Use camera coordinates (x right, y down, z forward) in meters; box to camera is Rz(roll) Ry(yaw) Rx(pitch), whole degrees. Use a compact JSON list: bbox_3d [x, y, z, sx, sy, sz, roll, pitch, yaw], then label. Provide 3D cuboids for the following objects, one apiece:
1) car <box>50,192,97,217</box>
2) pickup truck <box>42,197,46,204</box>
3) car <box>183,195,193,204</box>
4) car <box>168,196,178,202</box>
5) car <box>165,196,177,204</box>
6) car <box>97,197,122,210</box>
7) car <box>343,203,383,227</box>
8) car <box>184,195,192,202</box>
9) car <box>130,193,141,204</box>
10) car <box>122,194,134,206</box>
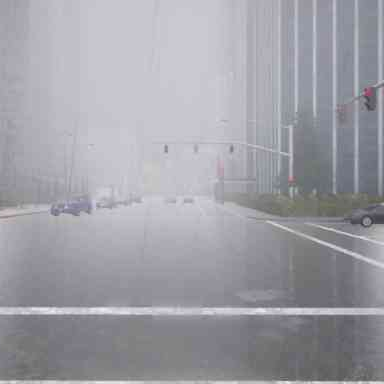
[{"bbox_3d":[-11.261,1.222,31.620,2.150,2.045,5.566,0,0,3],"label":"car"},{"bbox_3d":[-24.342,1.059,60.073,2.390,2.098,6.274,0,0,30],"label":"pickup truck"},{"bbox_3d":[-0.766,1.526,65.381,1.812,1.442,4.674,0,0,0],"label":"car"},{"bbox_3d":[-4.350,1.540,75.301,2.033,1.411,5.357,0,0,0],"label":"car"},{"bbox_3d":[-4.163,1.601,65.041,1.895,1.301,4.718,0,0,0],"label":"car"},{"bbox_3d":[-11.170,1.492,43.715,2.128,1.511,4.902,0,0,0],"label":"car"},{"bbox_3d":[12.626,1.505,22.122,4.892,1.490,1.837,0,0,0],"label":"car"},{"bbox_3d":[-0.854,1.387,75.632,1.882,1.535,5.008,0,0,0],"label":"car"},{"bbox_3d":[-11.296,1.221,65.014,2.150,2.045,5.566,0,0,0],"label":"car"},{"bbox_3d":[-11.247,1.526,54.360,1.812,1.442,4.674,0,0,0],"label":"car"}]
